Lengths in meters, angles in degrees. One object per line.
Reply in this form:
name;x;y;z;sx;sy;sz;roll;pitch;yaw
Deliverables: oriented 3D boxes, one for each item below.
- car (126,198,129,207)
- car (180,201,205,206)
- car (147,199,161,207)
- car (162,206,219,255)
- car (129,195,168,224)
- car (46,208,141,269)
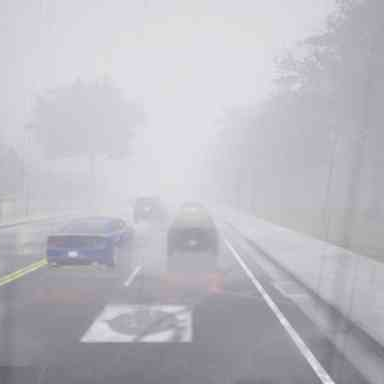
car;-9.813;1.550;57.632;2.150;2.045;5.566;0;0;1
car;0.038;1.508;27.461;2.097;1.767;4.553;0;0;0
car;-6.570;1.893;57.868;1.994;1.385;4.181;0;0;1
car;0.050;1.556;13.665;1.882;1.535;5.008;0;0;1
car;-3.224;1.374;26.490;2.150;2.045;5.566;0;0;1
car;-3.218;1.544;11.499;1.882;1.535;5.008;0;0;0
